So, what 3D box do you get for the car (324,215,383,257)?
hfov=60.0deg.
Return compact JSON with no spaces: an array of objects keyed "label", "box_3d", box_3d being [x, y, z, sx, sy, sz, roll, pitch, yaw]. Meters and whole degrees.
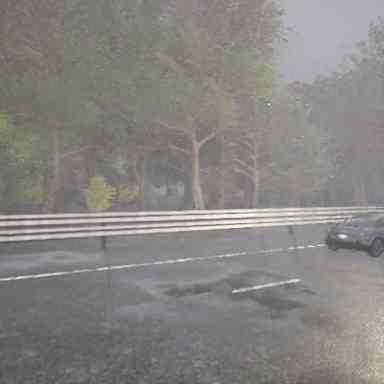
[{"label":"car","box_3d":[7.246,1.612,13.168,4.181,1.385,1.994,1,0,-30]}]
